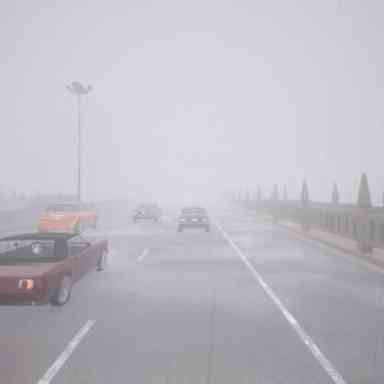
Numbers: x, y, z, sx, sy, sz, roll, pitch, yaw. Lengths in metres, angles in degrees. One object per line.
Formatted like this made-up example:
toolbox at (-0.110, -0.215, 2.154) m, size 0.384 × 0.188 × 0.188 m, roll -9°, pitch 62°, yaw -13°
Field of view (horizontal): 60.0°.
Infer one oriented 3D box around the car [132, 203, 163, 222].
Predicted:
car at (-3.396, 1.549, 25.966) m, size 2.033 × 1.411 × 5.357 m, roll 0°, pitch 0°, yaw 0°

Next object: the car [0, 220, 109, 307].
car at (-3.399, 1.601, 7.908) m, size 1.895 × 1.301 × 4.718 m, roll 0°, pitch 0°, yaw 0°

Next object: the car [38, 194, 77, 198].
car at (-14.087, 1.222, 36.138) m, size 2.150 × 2.045 × 5.566 m, roll 0°, pitch 0°, yaw 0°

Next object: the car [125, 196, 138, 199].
car at (-13.531, 1.556, 77.331) m, size 1.994 × 1.385 × 4.181 m, roll 0°, pitch 0°, yaw 2°

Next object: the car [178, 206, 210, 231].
car at (0.105, 1.548, 20.375) m, size 2.033 × 1.411 × 5.357 m, roll 0°, pitch 0°, yaw 0°

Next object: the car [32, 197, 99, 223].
car at (-6.897, 1.353, 19.102) m, size 2.097 × 1.767 × 4.553 m, roll 0°, pitch 0°, yaw 0°

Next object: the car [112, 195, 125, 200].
car at (-16.981, 1.555, 79.074) m, size 1.994 × 1.385 × 4.181 m, roll 0°, pitch 0°, yaw 2°

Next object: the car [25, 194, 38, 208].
car at (-17.579, 1.225, 39.502) m, size 2.150 × 2.045 × 5.566 m, roll 0°, pitch 0°, yaw 0°
